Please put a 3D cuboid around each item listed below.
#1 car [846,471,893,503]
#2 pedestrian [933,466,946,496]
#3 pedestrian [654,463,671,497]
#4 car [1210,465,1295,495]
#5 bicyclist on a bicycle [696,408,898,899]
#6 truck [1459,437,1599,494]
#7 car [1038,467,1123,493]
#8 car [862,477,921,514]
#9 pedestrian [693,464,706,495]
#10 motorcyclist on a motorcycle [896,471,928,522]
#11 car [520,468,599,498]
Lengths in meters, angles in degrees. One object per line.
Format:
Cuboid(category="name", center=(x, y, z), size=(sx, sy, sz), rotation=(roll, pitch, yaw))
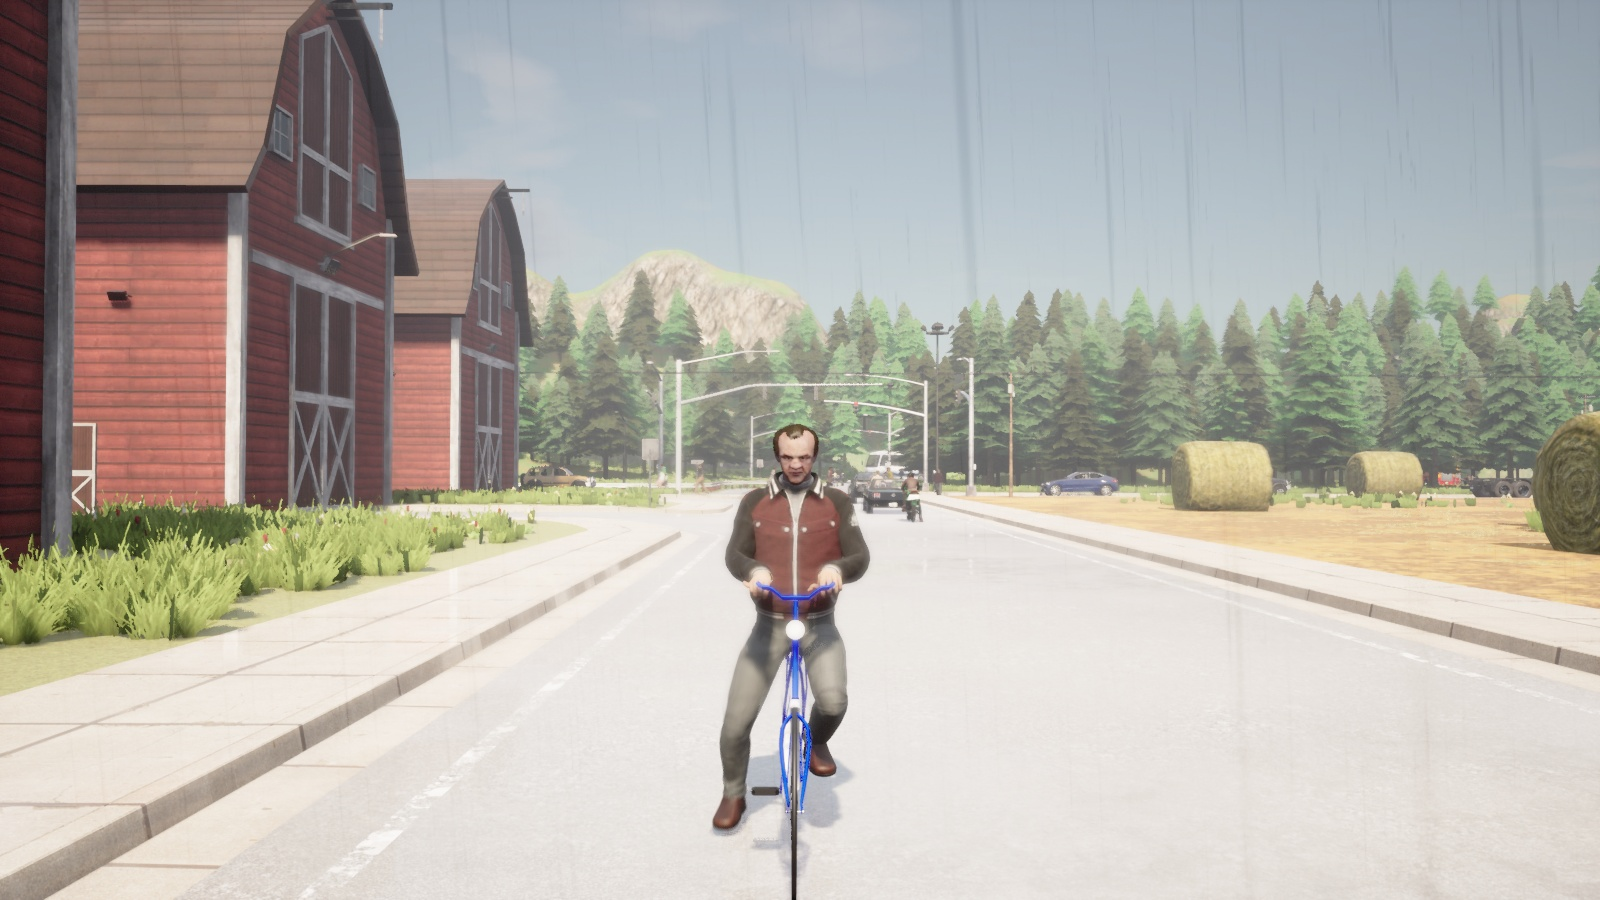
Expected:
Cuboid(category="car", center=(3.355, 1.770, 61.217), size=(2.007, 1.525, 4.514), rotation=(0, -1, 0))
Cuboid(category="pedestrian", center=(8.593, 1.898, 77.429), size=(0.634, 1.844, 0.899), rotation=(0, -1, -1))
Cuboid(category="pedestrian", center=(-8.167, 1.778, 74.537), size=(0.873, 1.952, 0.659), rotation=(0, -1, 4))
Cuboid(category="car", center=(28.141, 1.856, 78.252), size=(4.605, 1.855, 1.932), rotation=(0, -1, 1))
Cuboid(category="bicyclist on a bicycle", center=(-0.013, 0.770, 5.071), size=(0.659, 1.776, 1.843), rotation=(0, -1, 0))
Cuboid(category="truck", center=(45.701, 0.983, 77.990), size=(7.936, 3.462, 2.891), rotation=(0, -1, 1))
Cuboid(category="car", center=(18.268, 1.919, 81.906), size=(5.027, 1.651, 2.152), rotation=(0, -1, 1))
Cuboid(category="car", center=(3.386, 1.696, 47.437), size=(1.895, 1.301, 4.718), rotation=(0, -1, 0))
Cuboid(category="pedestrian", center=(-5.925, 1.745, 74.315), size=(0.694, 1.848, 0.540), rotation=(0, -1, 5))
Cuboid(category="motorcyclist on a motorcycle", center=(3.412, 1.405, 38.440), size=(0.797, 1.523, 2.044), rotation=(0, -1, 0))
Cuboid(category="car", center=(-15.095, 2.041, 78.929), size=(4.605, 1.855, 1.932), rotation=(0, -1, 1))
